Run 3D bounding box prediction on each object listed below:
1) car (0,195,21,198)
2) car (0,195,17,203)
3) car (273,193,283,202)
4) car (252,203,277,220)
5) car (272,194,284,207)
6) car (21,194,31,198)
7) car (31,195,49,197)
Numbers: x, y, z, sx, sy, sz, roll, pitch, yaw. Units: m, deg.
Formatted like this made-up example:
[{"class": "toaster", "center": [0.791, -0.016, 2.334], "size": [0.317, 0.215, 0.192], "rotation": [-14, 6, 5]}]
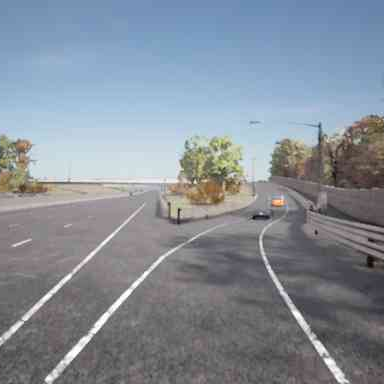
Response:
[{"class": "car", "center": [-26.468, 1.262, 46.860], "size": [1.882, 1.535, 5.008], "rotation": [0, 0, -5]}, {"class": "car", "center": [-35.059, 1.253, 62.688], "size": [2.128, 1.511, 4.902], "rotation": [0, 0, -6]}, {"class": "car", "center": [18.587, 1.155, 72.002], "size": [2.097, 1.767, 4.553], "rotation": [1, 4, 13]}, {"class": "car", "center": [7.939, 2.269, 36.847], "size": [1.994, 1.385, 4.181], "rotation": [1, -1, 20]}, {"class": "car", "center": [16.059, 1.742, 62.231], "size": [2.097, 1.767, 4.553], "rotation": [1, 2, 15]}, {"class": "car", "center": [-31.587, 1.252, 63.144], "size": [1.837, 1.490, 4.892], "rotation": [0, 0, -6]}, {"class": "car", "center": [-28.057, 1.298, 63.024], "size": [2.128, 1.511, 4.902], "rotation": [0, 0, -6]}]
